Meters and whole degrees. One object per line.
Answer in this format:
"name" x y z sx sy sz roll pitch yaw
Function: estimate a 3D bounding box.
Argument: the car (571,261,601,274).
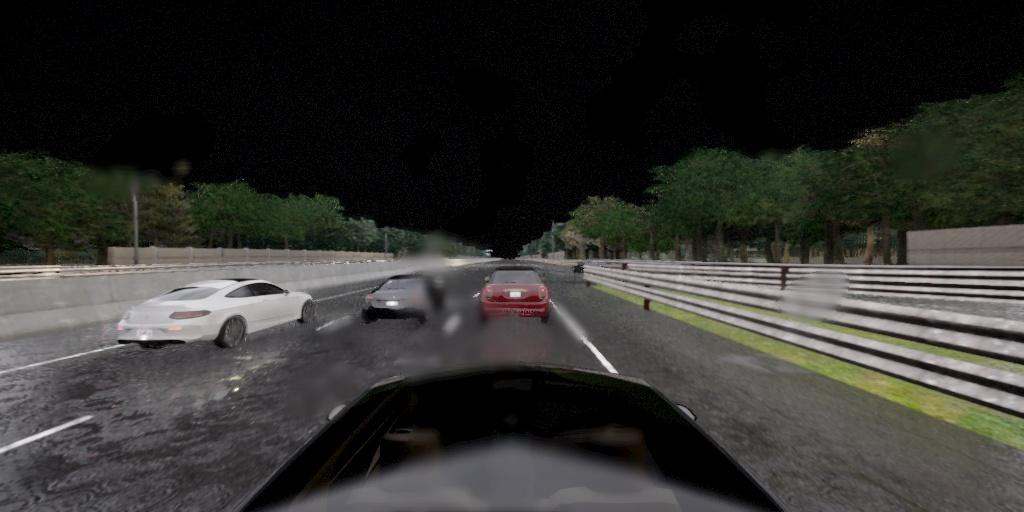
"car" 7.934 1.265 38.597 1.994 1.385 4.181 -2 1 -16

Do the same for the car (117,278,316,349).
"car" -6.902 1.278 9.039 1.812 1.442 4.674 0 0 0

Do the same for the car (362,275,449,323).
"car" -3.403 1.318 12.182 1.994 1.385 4.181 0 0 0

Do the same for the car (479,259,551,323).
"car" 0.097 1.106 12.225 2.097 1.767 4.553 0 0 0
